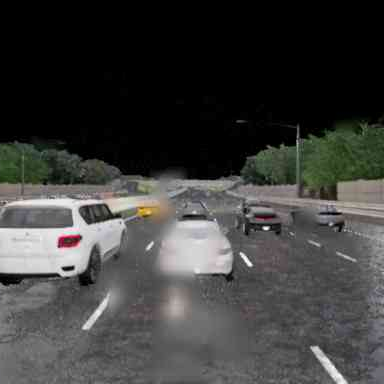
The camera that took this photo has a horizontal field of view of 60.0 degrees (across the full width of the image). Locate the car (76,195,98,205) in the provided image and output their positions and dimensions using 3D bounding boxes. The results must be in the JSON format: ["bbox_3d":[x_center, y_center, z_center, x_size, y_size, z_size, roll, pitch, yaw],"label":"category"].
[{"bbox_3d":[-17.203,1.339,54.777,1.882,1.535,5.008,0,0,1],"label":"car"}]

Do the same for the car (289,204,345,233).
[{"bbox_3d":[7.155,1.449,19.492,2.128,1.511,4.902,0,0,0],"label":"car"}]

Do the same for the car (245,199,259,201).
[{"bbox_3d":[7.303,1.505,40.712,1.895,1.301,4.718,0,0,1],"label":"car"}]

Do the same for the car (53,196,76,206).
[{"bbox_3d":[-20.711,1.427,54.122,1.994,1.385,4.181,0,0,1],"label":"car"}]

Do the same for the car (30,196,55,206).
[{"bbox_3d":[-24.207,1.389,54.036,1.812,1.442,4.674,0,0,1],"label":"car"}]

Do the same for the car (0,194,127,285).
[{"bbox_3d":[-3.382,1.199,9.542,2.150,2.045,5.566,0,0,0],"label":"car"}]

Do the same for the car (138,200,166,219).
[{"bbox_3d":[-3.295,1.415,28.070,1.882,1.535,5.008,0,0,0],"label":"car"}]

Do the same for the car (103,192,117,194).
[{"bbox_3d":[-13.704,1.084,54.693,2.150,2.045,5.566,0,0,1],"label":"car"}]

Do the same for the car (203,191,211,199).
[{"bbox_3d":[4.483,1.158,94.467,1.812,1.442,4.674,0,1,1],"label":"car"}]

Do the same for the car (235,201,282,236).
[{"bbox_3d":[3.549,1.466,18.296,1.837,1.490,4.892,0,0,0],"label":"car"}]

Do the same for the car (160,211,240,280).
[{"bbox_3d":[0.120,1.503,9.719,1.812,1.442,4.674,0,0,0],"label":"car"}]

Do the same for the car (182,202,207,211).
[{"bbox_3d":[0.200,1.503,27.311,1.994,1.385,4.181,0,0,0],"label":"car"}]
